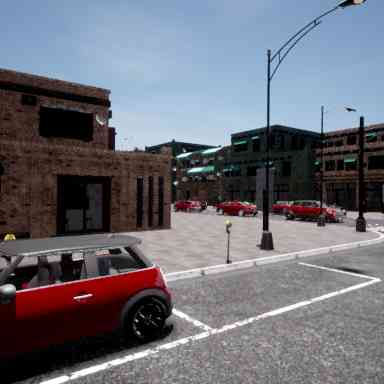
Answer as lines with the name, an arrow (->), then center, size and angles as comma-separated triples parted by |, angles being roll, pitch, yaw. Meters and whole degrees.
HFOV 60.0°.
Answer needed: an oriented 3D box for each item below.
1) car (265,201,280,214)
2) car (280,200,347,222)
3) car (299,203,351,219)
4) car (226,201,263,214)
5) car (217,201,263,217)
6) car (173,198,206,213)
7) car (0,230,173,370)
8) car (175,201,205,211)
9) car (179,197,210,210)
car -> 9.799, 1.739, 37.235 | 1.967, 1.590, 4.097 | 0, -1, -35
car -> 9.897, 1.479, 27.001 | 2.097, 1.767, 4.553 | 1, -1, -35
car -> 12.963, 1.812, 32.676 | 1.947, 1.339, 4.313 | 0, -1, -35
car -> 6.537, 1.879, 41.930 | 1.752, 1.417, 4.829 | 0, -1, -35
car -> 4.637, 1.692, 34.525 | 1.882, 1.535, 5.008 | 1, -1, -35
car -> -0.639, 1.829, 42.130 | 1.812, 1.442, 4.674 | 1, -1, -35
car -> -2.388, 1.441, 4.841 | 4.097, 1.590, 1.967 | 0, 1, -35
car -> -0.291, 1.992, 47.227 | 1.895, 1.301, 4.718 | 1, -1, -35
car -> 0.304, 1.773, 50.907 | 2.192, 1.841, 5.009 | 0, -1, -35
